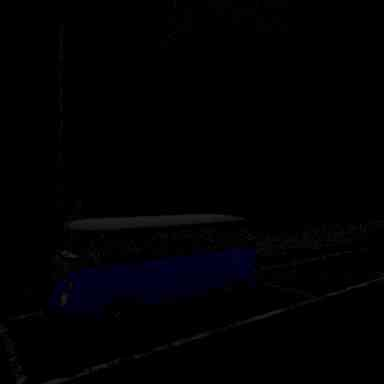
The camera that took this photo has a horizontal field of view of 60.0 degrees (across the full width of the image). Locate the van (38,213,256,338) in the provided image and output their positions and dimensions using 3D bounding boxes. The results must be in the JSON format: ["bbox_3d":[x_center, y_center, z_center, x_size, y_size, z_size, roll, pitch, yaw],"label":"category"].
[{"bbox_3d":[-0.612,1.340,6.327,3.998,1.788,1.690,0,0,-36],"label":"van"}]

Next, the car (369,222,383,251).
[{"bbox_3d":[8.603,1.535,12.903,4.507,1.381,1.887,0,0,-36],"label":"car"}]
